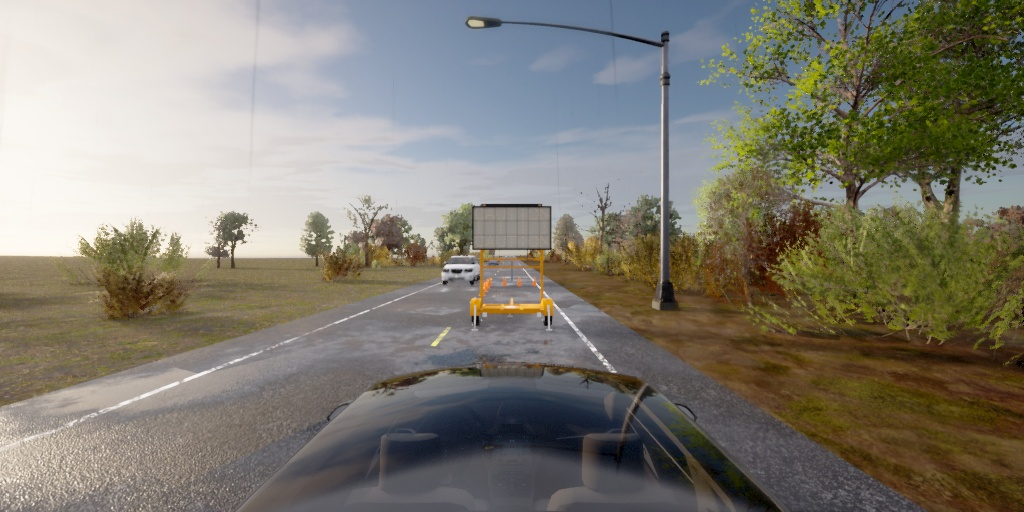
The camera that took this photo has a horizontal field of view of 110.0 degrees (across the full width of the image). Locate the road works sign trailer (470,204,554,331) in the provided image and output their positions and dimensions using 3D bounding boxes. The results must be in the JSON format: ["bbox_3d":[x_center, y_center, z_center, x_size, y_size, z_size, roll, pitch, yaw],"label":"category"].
[{"bbox_3d":[-0.003,0.214,11.009,2.380,3.560,2.880,0,0,0],"label":"road works sign trailer"}]

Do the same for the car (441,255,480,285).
[{"bbox_3d":[-3.608,0.963,26.069,2.150,2.045,5.566,0,0,0],"label":"car"}]
